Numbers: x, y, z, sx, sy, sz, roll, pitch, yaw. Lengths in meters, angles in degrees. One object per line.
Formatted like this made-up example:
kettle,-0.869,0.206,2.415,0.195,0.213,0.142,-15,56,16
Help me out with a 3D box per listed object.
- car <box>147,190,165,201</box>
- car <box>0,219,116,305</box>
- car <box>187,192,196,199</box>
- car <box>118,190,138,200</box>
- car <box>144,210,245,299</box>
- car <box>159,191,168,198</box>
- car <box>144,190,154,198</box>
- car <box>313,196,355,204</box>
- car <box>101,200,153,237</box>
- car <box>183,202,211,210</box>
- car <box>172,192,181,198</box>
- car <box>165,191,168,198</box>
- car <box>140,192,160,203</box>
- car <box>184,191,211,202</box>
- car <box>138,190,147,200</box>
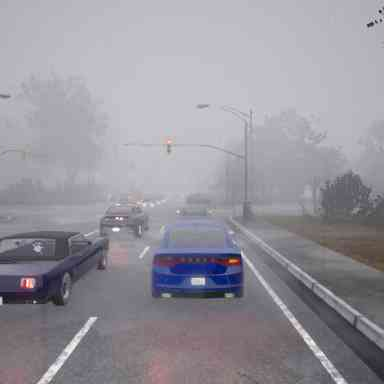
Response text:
car,-6.963,0.956,64.218,1.882,1.535,5.008,0,1,0
car,-3.387,1.573,7.942,1.895,1.301,4.718,0,0,0
car,-0.166,0.766,81.255,1.837,1.490,4.892,0,1,-3
car,-10.534,0.930,53.800,2.097,1.767,4.553,0,0,1
car,0.114,1.446,8.488,1.882,1.535,5.008,0,0,0
car,-7.299,0.571,84.477,2.097,1.767,4.553,0,1,-3
car,-10.789,0.445,84.178,2.150,2.045,5.566,0,1,-3
car,18.572,0.893,43.003,5.566,2.045,2.150,0,1,-3
car,-3.373,1.402,17.194,1.837,1.490,4.892,0,0,0
car,0.127,1.459,17.470,1.994,1.385,4.181,0,0,0
car,-3.854,0.741,85.559,2.033,1.411,5.357,0,1,-4
car,-6.982,0.957,74.243,1.895,1.301,4.718,0,1,-1
car,-7.005,1.127,55.409,1.994,1.385,4.181,0,1,0
car,0.876,0.982,47.749,2.097,1.767,4.553,0,0,-26
car,-10.461,0.709,63.383,2.150,2.045,5.566,0,1,0
